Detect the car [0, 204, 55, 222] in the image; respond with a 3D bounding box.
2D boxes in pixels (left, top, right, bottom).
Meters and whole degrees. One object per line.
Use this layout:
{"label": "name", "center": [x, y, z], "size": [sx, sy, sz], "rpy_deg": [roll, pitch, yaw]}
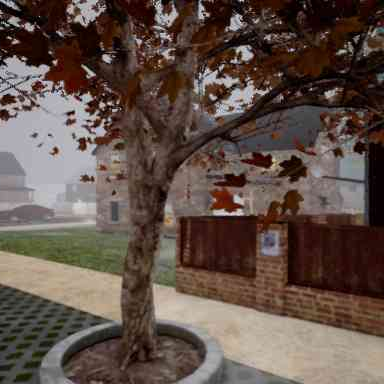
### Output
{"label": "car", "center": [-15.186, 1.885, 30.552], "size": [1.882, 1.535, 5.008], "rpy_deg": [0, -2, 35]}
